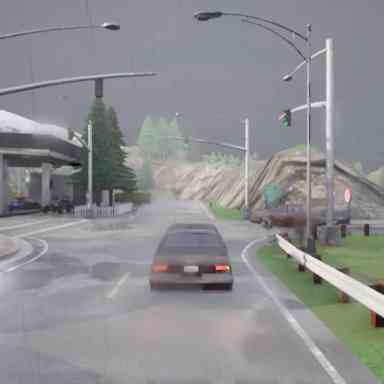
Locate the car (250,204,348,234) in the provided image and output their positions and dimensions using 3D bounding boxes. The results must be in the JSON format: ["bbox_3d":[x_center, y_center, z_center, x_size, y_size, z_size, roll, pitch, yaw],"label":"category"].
[{"bbox_3d":[5.659,1.362,18.041,2.033,1.411,5.357,-1,0,-40],"label":"car"}]

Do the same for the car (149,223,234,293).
[{"bbox_3d":[0.010,1.543,8.980,2.033,1.411,5.357,0,0,1],"label":"car"}]

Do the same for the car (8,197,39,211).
[{"bbox_3d":[-20.266,1.462,40.325,2.242,1.667,4.611,0,0,-1],"label":"car"}]

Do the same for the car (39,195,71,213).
[{"bbox_3d":[-14.556,1.297,36.051,1.905,1.878,3.866,0,0,-1],"label":"car"}]
